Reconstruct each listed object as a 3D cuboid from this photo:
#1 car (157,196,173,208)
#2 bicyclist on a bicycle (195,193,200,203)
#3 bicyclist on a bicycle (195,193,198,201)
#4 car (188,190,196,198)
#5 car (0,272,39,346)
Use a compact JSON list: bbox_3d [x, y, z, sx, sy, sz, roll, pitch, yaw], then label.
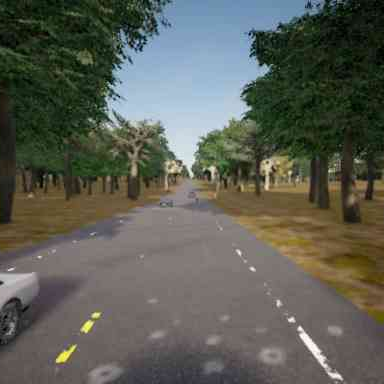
[{"bbox_3d":[-3.587,1.302,45.243,1.837,1.490,4.892,0,1,0],"label":"car"},{"bbox_3d":[0.958,1.130,56.891,0.866,1.612,1.509,0,1,0],"label":"bicyclist on a bicycle"},{"bbox_3d":[0.953,1.028,65.578,0.582,1.620,1.656,0,1,0],"label":"bicyclist on a bicycle"},{"bbox_3d":[-0.011,0.611,84.209,2.128,1.511,4.902,0,1,0],"label":"car"},{"bbox_3d":[-3.601,1.603,3.562,1.895,1.301,4.718,0,0,0],"label":"car"}]
